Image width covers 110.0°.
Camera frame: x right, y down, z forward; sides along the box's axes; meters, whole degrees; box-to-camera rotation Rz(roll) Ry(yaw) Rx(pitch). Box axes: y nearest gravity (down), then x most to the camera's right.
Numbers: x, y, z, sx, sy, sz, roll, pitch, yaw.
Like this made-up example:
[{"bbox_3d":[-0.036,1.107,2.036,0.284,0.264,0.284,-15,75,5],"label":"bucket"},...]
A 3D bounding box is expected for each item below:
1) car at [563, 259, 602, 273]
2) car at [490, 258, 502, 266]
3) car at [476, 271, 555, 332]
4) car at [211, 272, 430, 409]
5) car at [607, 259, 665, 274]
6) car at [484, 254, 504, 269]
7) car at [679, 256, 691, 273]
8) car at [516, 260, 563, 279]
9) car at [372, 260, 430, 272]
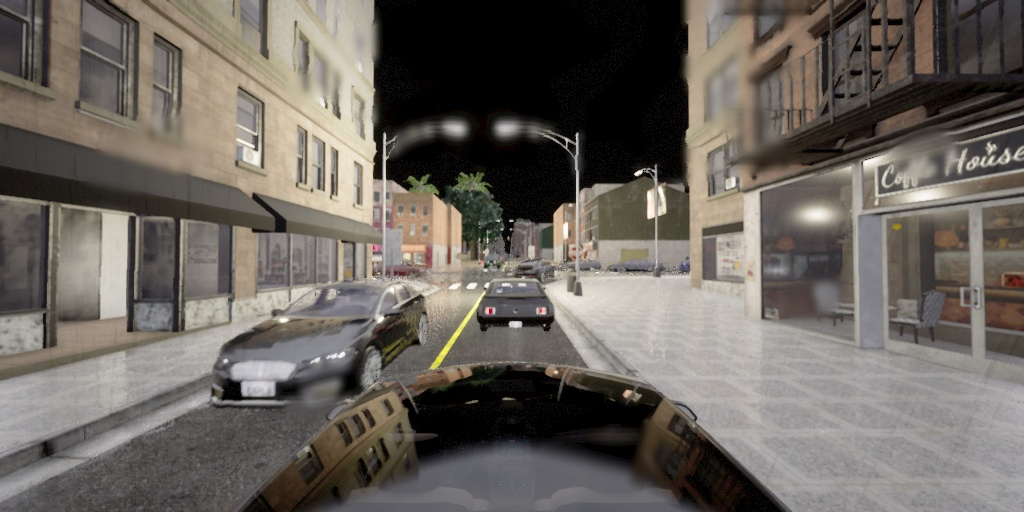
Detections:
[{"bbox_3d":[7.145,1.073,38.667,4.902,1.511,2.128,-1,-1,-1],"label":"car"},{"bbox_3d":[-2.638,1.045,60.974,1.895,1.301,4.718,0,0,0],"label":"car"},{"bbox_3d":[0.081,1.314,10.663,1.895,1.301,4.718,0,0,0],"label":"car"},{"bbox_3d":[-2.848,1.223,6.488,2.128,1.511,4.902,0,0,0],"label":"car"},{"bbox_3d":[12.199,1.011,35.473,5.357,1.411,2.033,-1,-1,-1],"label":"car"},{"bbox_3d":[-2.686,0.724,50.834,2.150,2.045,5.566,0,0,2],"label":"car"},{"bbox_3d":[17.550,0.688,32.089,4.553,1.767,2.097,-1,-1,-1],"label":"car"},{"bbox_3d":[1.844,0.986,25.571,1.837,1.490,4.892,-2,2,25],"label":"car"},{"bbox_3d":[-8.735,1.080,28.041,4.674,1.442,1.812,0,-1,7],"label":"car"}]
